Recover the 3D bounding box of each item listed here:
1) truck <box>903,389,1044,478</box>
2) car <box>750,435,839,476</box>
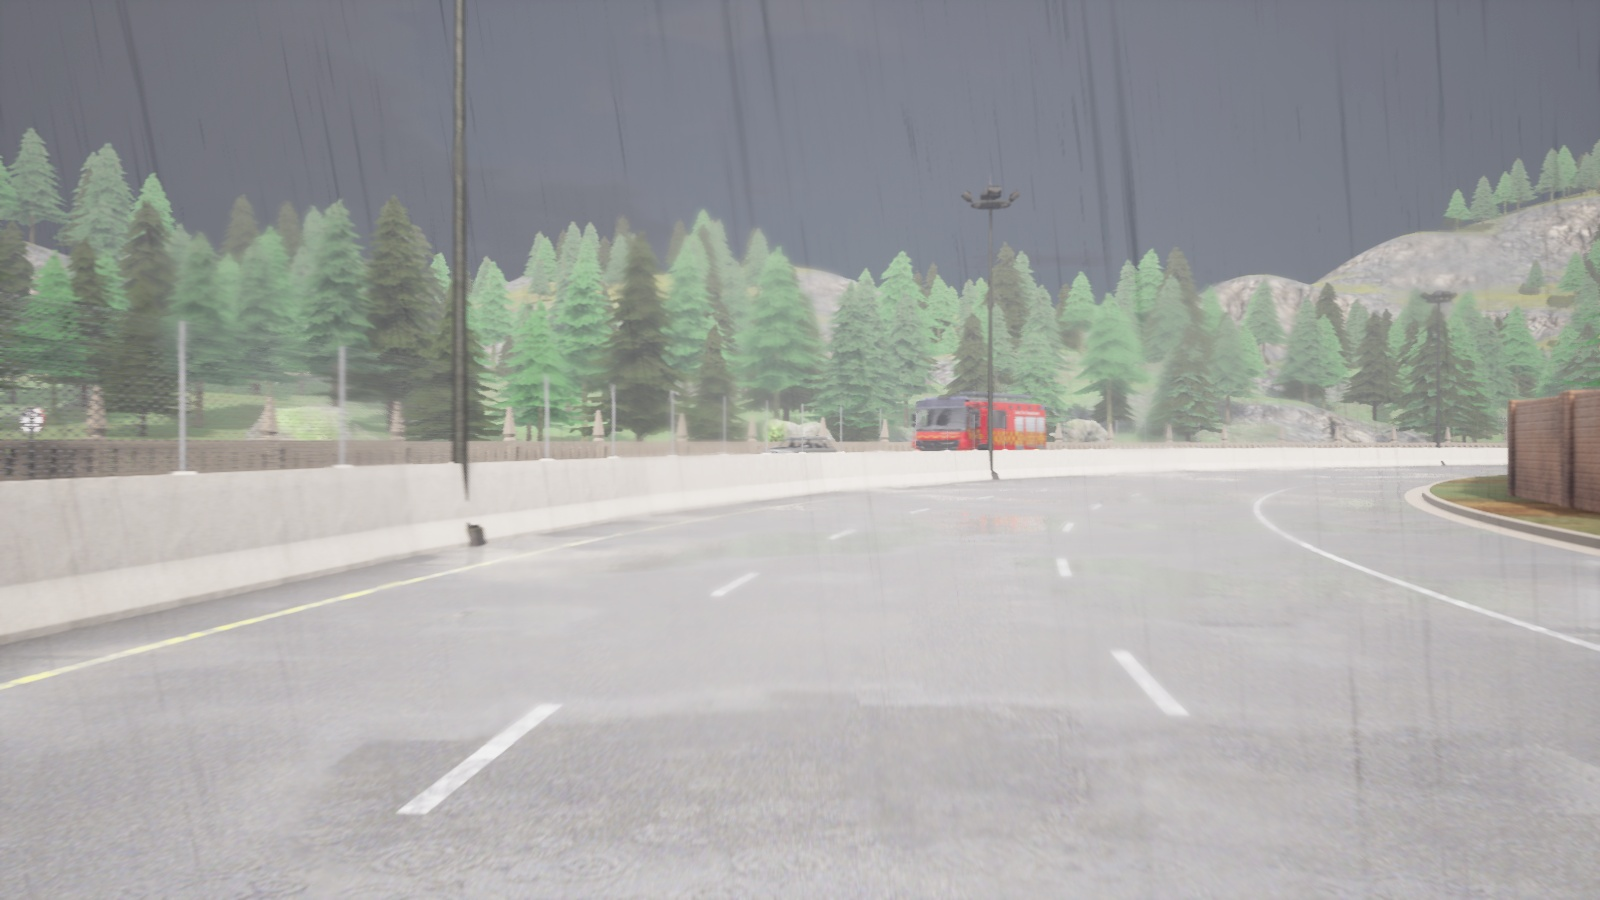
[{"bbox_3d":[8.205,-0.725,58.250,2.891,3.827,8.468,0,0,36],"label":"truck"},{"bbox_3d":[-0.190,0.235,58.273,1.932,1.855,4.605,0,0,32],"label":"car"}]
